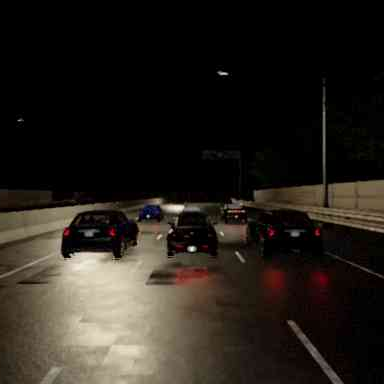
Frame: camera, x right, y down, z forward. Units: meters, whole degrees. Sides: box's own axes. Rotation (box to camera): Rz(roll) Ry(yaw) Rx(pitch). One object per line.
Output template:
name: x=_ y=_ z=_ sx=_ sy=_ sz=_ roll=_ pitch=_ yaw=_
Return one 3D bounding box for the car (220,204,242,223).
car: x=3.515 y=1.764 z=28.507 sx=2.128 sy=1.511 sz=4.902 roll=0 pitch=0 yaw=0

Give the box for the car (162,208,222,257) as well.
car: x=0.018 y=1.639 z=13.498 sx=1.837 sy=1.490 sz=4.892 roll=0 pitch=0 yaw=0

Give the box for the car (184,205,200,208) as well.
car: x=0.004 y=1.810 z=27.519 sx=2.033 sy=1.411 sz=5.357 roll=0 pitch=-1 yaw=0

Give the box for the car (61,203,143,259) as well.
car: x=-3.482 y=1.482 z=13.409 sx=2.097 sy=1.767 sz=4.553 roll=0 pitch=-1 yaw=0

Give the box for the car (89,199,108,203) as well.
car: x=-17.521 y=2.109 z=64.281 sx=2.128 sy=1.511 sz=4.902 roll=0 pitch=0 yaw=0

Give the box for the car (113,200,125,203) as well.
car: x=-14.028 y=2.167 z=64.416 sx=1.994 sy=1.385 sz=4.181 roll=0 pitch=-1 yaw=1

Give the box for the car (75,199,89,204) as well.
car: x=-21.013 y=2.129 z=64.178 sx=1.812 sy=1.442 sz=4.674 roll=0 pitch=0 yaw=0

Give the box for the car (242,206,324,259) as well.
car: x=3.518 y=1.482 z=13.410 sx=2.097 sy=1.767 sz=4.553 roll=0 pitch=-1 yaw=0

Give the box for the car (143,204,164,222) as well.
car: x=-3.480 y=1.800 z=28.902 sx=1.812 sy=1.442 sz=4.674 roll=0 pitch=0 yaw=1
